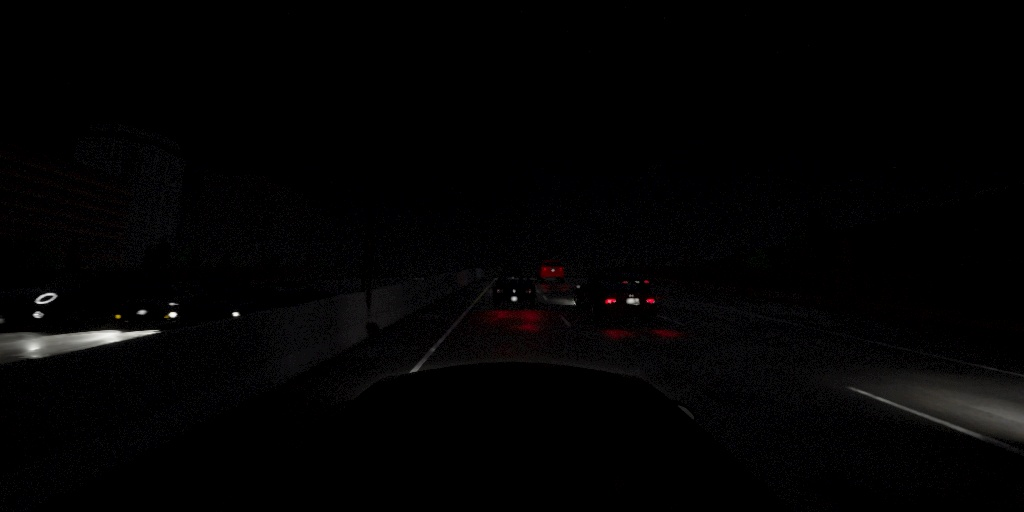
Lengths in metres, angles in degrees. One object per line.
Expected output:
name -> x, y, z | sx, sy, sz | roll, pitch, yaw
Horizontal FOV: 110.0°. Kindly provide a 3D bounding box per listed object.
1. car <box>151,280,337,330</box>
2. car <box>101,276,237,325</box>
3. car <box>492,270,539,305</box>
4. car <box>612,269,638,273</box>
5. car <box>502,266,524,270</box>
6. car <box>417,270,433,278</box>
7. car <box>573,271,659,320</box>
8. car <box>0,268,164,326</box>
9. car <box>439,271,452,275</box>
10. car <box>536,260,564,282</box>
car -> -7.103, 1.458, 10.415 | 1.895, 1.301, 4.718 | 0, -1, 0
car -> -10.603, 1.444, 12.268 | 1.994, 1.385, 4.181 | 0, -1, 0
car -> 0.094, 1.544, 17.330 | 1.895, 1.301, 4.718 | 0, -1, 0
car -> 7.093, 1.560, 22.998 | 2.033, 1.411, 5.357 | 0, -1, 0
car -> 0.089, 1.672, 35.261 | 1.837, 1.490, 4.892 | 0, -1, 0
car -> -14.019, 3.073, 58.005 | 2.128, 1.511, 4.902 | 0, -6, 0
car -> 3.596, 1.441, 13.329 | 2.033, 1.411, 5.357 | 0, -1, 0
car -> -14.103, 1.231, 12.124 | 2.097, 1.767, 4.553 | 0, -1, 0
car -> -10.519, 3.113, 58.001 | 1.837, 1.490, 4.892 | 0, -6, 0
car -> 3.589, 1.370, 33.976 | 2.150, 2.045, 5.566 | 0, -1, 0
